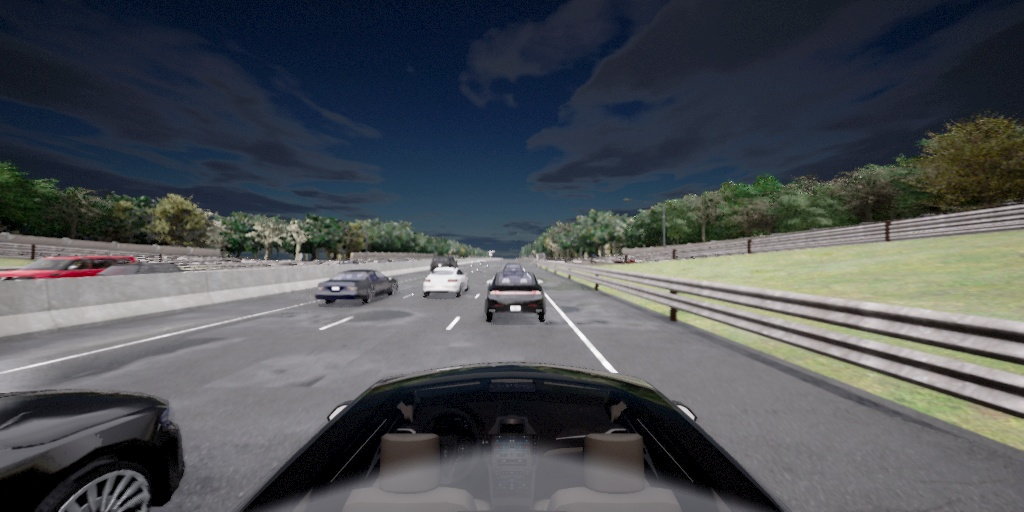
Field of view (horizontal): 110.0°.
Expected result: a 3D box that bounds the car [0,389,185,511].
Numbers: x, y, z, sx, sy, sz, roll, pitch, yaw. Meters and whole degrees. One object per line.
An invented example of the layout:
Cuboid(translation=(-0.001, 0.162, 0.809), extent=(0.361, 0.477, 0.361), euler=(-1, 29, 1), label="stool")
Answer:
Cuboid(translation=(-3.401, 1.240, 0.693), extent=(2.128, 1.511, 4.902), euler=(0, 0, 0), label="car")

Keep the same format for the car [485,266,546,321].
Cuboid(translation=(0.101, 1.260, 12.501), extent=(2.128, 1.511, 4.902), euler=(0, 0, 0), label="car")

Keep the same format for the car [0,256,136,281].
Cuboid(translation=(-21.101, 0.998, 17.167), extent=(2.150, 2.045, 5.566), euler=(0, 0, 0), label="car")

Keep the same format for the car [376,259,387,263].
Cuboid(translation=(-21.032, 1.317, 59.049), extent=(1.837, 1.490, 4.892), euler=(0, 0, 1), label="car")

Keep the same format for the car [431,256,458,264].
Cuboid(translation=(-6.900, 1.021, 37.004), extent=(2.150, 2.045, 5.566), euler=(0, 0, 0), label="car")

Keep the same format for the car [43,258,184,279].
Cuboid(translation=(-17.599, 1.128, 16.604), extent=(2.097, 1.767, 4.553), euler=(0, 0, 0), label="car")

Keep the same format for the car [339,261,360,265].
Cuboid(translation=(-24.556, 1.375, 54.376), extent=(1.994, 1.385, 4.181), euler=(0, 0, 0), label="car")

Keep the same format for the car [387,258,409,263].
Cuboid(translation=(-17.559, 1.164, 56.587), extent=(2.097, 1.767, 4.553), euler=(0, 0, 0), label="car")

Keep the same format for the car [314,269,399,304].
Cuboid(translation=(-6.901, 1.323, 16.541), extent=(2.033, 1.411, 5.357), euler=(0, 0, 0), label="car")

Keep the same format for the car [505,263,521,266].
Cuboid(translation=(0.099, 1.342, 32.097), extent=(2.033, 1.411, 5.357), euler=(0, 0, 0), label="car")

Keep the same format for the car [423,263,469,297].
Cuboid(translation=(-3.399, 1.304, 18.967), extent=(1.812, 1.442, 4.674), euler=(0, 0, 0), label="car")
